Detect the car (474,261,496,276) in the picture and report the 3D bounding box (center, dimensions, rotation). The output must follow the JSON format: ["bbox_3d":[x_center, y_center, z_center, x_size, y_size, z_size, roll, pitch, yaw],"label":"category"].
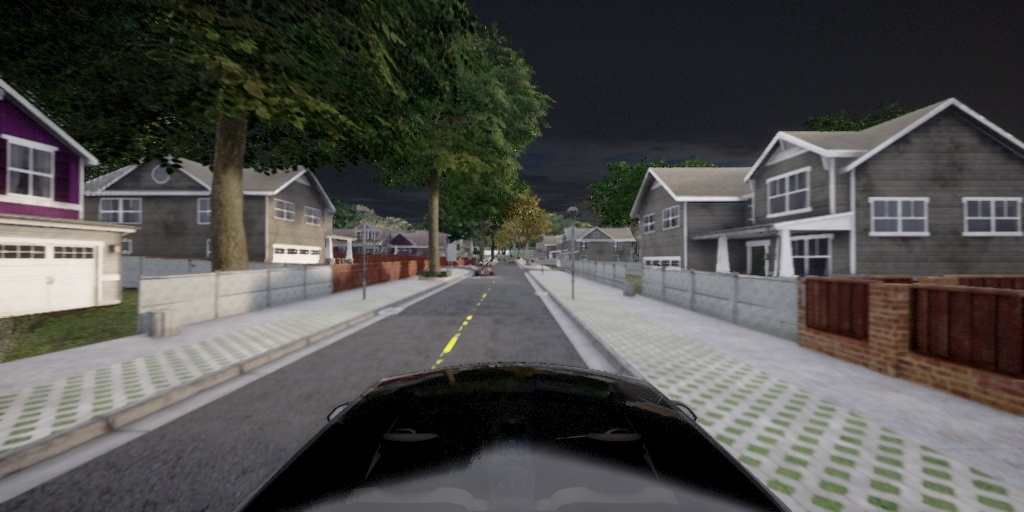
[{"bbox_3d":[-2.796,1.279,36.753,1.812,1.442,4.674,0,0,1],"label":"car"}]
